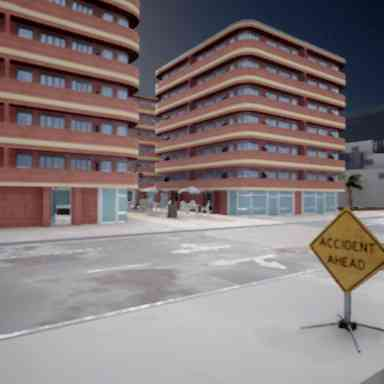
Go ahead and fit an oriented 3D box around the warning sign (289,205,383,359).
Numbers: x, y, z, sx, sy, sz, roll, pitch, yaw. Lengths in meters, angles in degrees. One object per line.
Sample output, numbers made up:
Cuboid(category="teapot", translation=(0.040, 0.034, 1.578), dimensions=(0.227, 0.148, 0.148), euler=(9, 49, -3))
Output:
Cuboid(category="warning sign", translation=(2.335, 1.158, 4.982), dimensions=(1.060, 1.860, 1.300), euler=(1, 0, -35))
